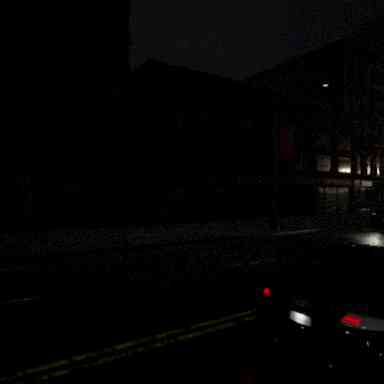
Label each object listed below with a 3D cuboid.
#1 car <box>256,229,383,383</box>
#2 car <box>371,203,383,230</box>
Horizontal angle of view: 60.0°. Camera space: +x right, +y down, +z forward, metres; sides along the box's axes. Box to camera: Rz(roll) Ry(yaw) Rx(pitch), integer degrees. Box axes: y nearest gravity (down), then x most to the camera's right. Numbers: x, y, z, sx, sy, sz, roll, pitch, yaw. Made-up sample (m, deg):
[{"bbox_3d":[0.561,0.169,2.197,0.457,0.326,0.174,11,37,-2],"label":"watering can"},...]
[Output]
[{"bbox_3d":[3.036,1.570,5.325,4.181,1.385,1.994,0,0,-34],"label":"car"},{"bbox_3d":[13.136,1.246,20.101,5.566,2.045,2.150,0,0,-34],"label":"car"}]
